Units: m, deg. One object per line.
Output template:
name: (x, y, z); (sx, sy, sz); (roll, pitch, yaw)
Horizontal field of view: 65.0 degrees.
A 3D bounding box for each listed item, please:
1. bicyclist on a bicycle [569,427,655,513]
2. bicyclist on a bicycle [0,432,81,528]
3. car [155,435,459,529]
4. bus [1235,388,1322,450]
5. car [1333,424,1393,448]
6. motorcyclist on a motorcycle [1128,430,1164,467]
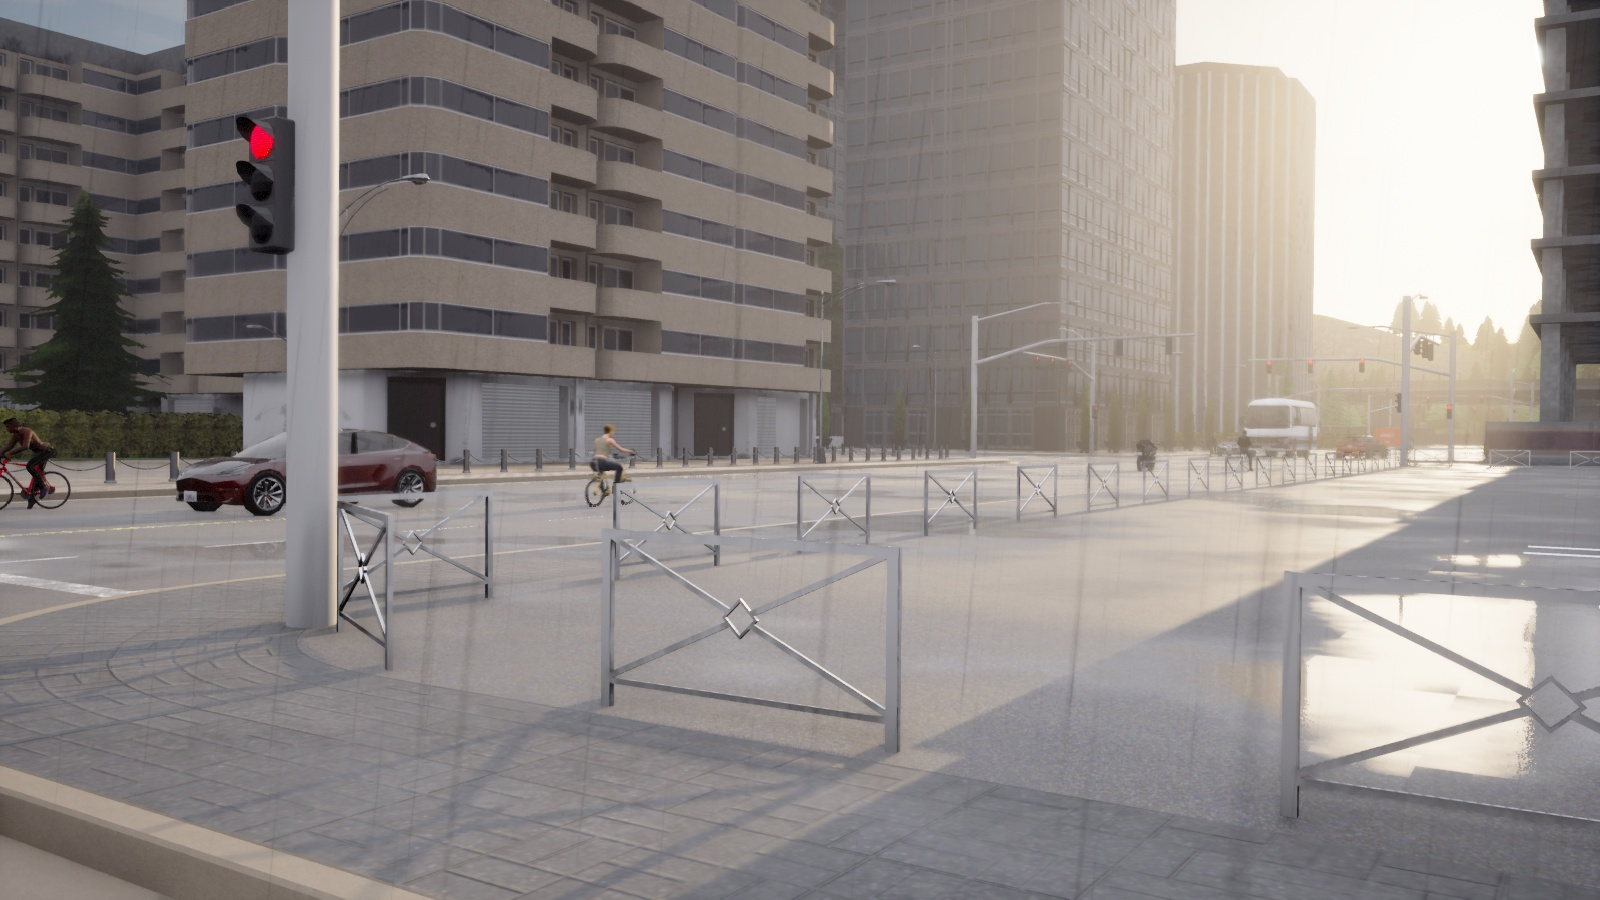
bicyclist on a bicycle: (-3.655, 0.366, 24.547); (0.866, 1.612, 1.509); (0, 1, 32)
bicyclist on a bicycle: (-13.599, 0.507, 21.982); (0.582, 1.620, 1.656); (0, 1, 33)
car: (-8.837, 0.498, 22.939); (2.163, 1.488, 4.792); (0, 1, 33)
bus: (35.063, -2.215, 91.767); (3.944, 4.253, 10.273); (0, 1, 33)
car: (39.542, -0.986, 88.175); (4.611, 1.667, 2.242); (-1, 1, -43)
motorcyclist on a motorcycle: (14.695, -0.095, 53.325); (0.866, 1.530, 2.191); (0, 1, 33)
